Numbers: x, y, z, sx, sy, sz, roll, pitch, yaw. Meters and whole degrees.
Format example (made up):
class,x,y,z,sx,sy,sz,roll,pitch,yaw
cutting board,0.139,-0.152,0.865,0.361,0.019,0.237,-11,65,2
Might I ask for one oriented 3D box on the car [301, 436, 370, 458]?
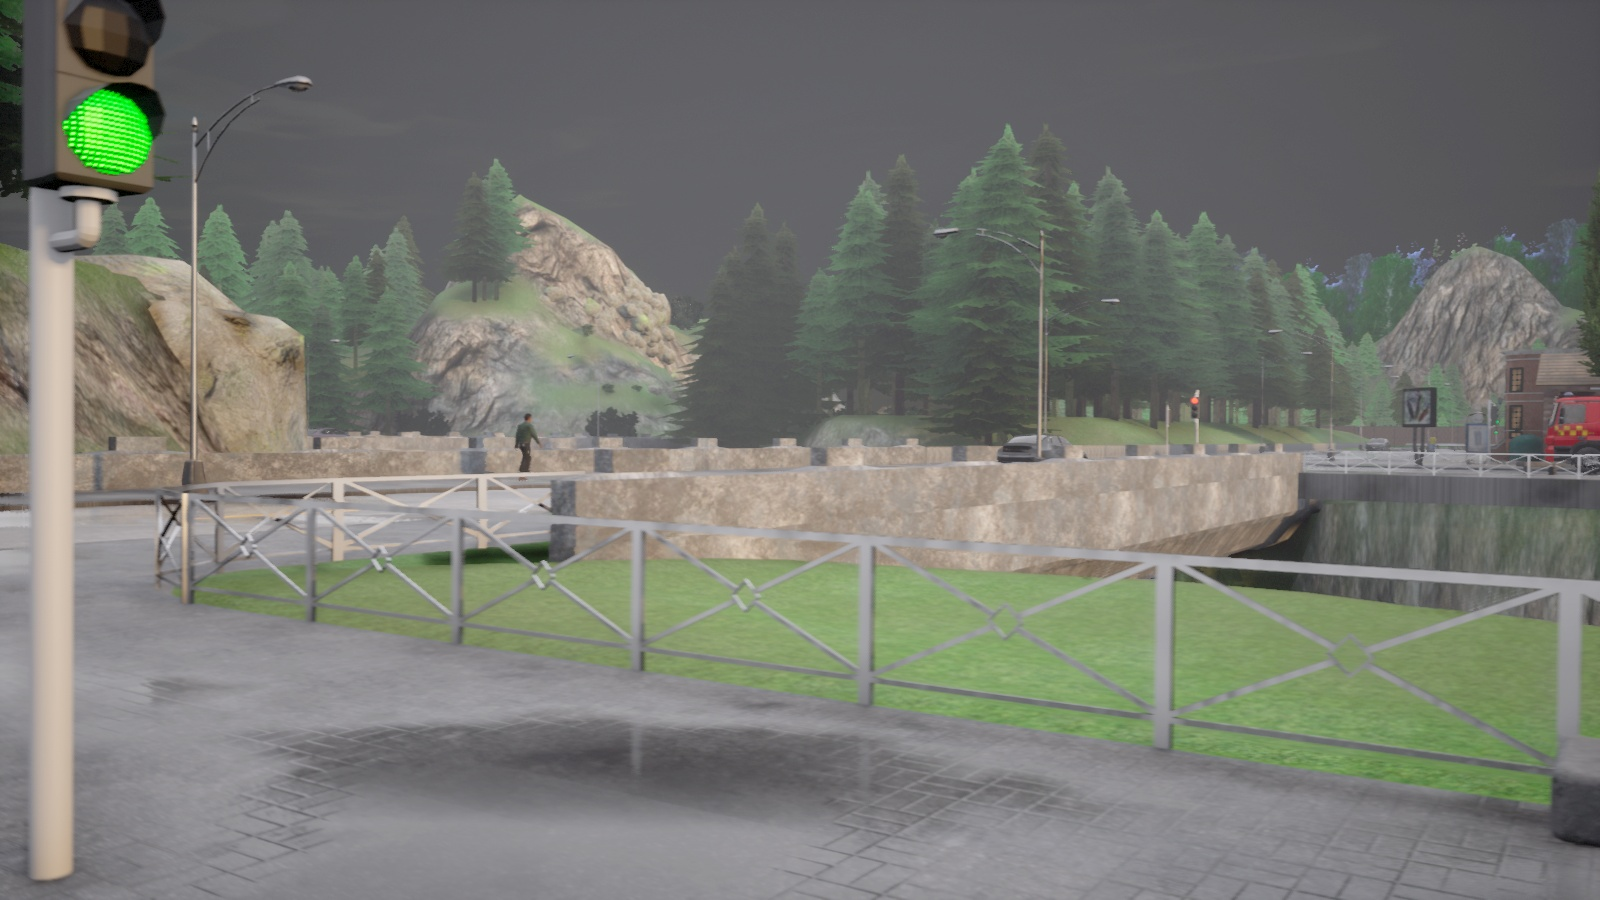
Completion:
class,x,y,z,sx,sy,sz,roll,pitch,yaw
car,-32.008,-0.210,86.632,1.816,1.474,4.193,0,1,34

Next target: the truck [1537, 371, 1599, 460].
class,x,y,z,sx,sy,sz,roll,pitch,yaw
truck,36.604,-1.500,53.884,8.468,3.827,2.891,0,1,34

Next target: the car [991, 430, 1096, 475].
class,x,y,z,sx,sy,sz,roll,pitch,yaw
car,8.541,0.048,43.721,1.837,1.490,4.892,0,1,33

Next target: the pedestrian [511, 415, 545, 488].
class,x,y,z,sx,sy,sz,roll,pitch,yaw
pedestrian,-7.332,0.024,33.889,0.423,1.949,0.788,0,1,34
